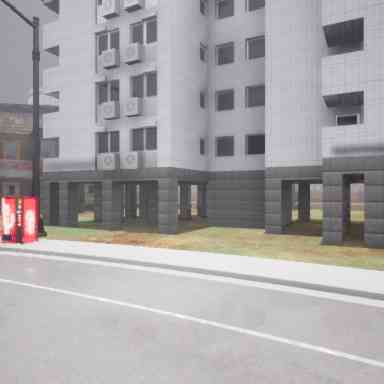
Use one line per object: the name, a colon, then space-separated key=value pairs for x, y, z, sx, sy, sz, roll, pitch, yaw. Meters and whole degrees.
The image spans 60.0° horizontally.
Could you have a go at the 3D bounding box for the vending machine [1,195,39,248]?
vending machine: x=-7.198 y=1.195 z=13.927 sx=0.880 sy=2.100 sz=1.100 roll=0 pitch=0 yaw=21
